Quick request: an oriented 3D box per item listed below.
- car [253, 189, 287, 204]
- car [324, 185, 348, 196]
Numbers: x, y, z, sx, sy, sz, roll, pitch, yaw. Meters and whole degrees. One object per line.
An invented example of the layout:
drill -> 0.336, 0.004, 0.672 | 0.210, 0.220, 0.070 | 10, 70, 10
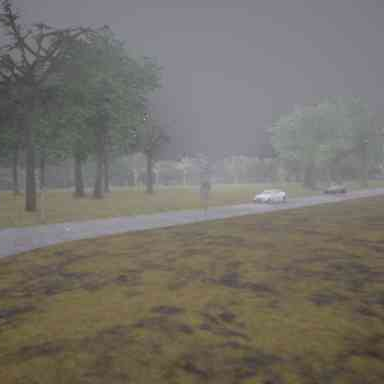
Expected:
car -> 8.304, 0.465, 35.125 | 1.812, 1.442, 4.674 | 0, 3, 44
car -> 20.498, -0.284, 47.421 | 1.882, 1.535, 5.008 | 0, 3, 44
